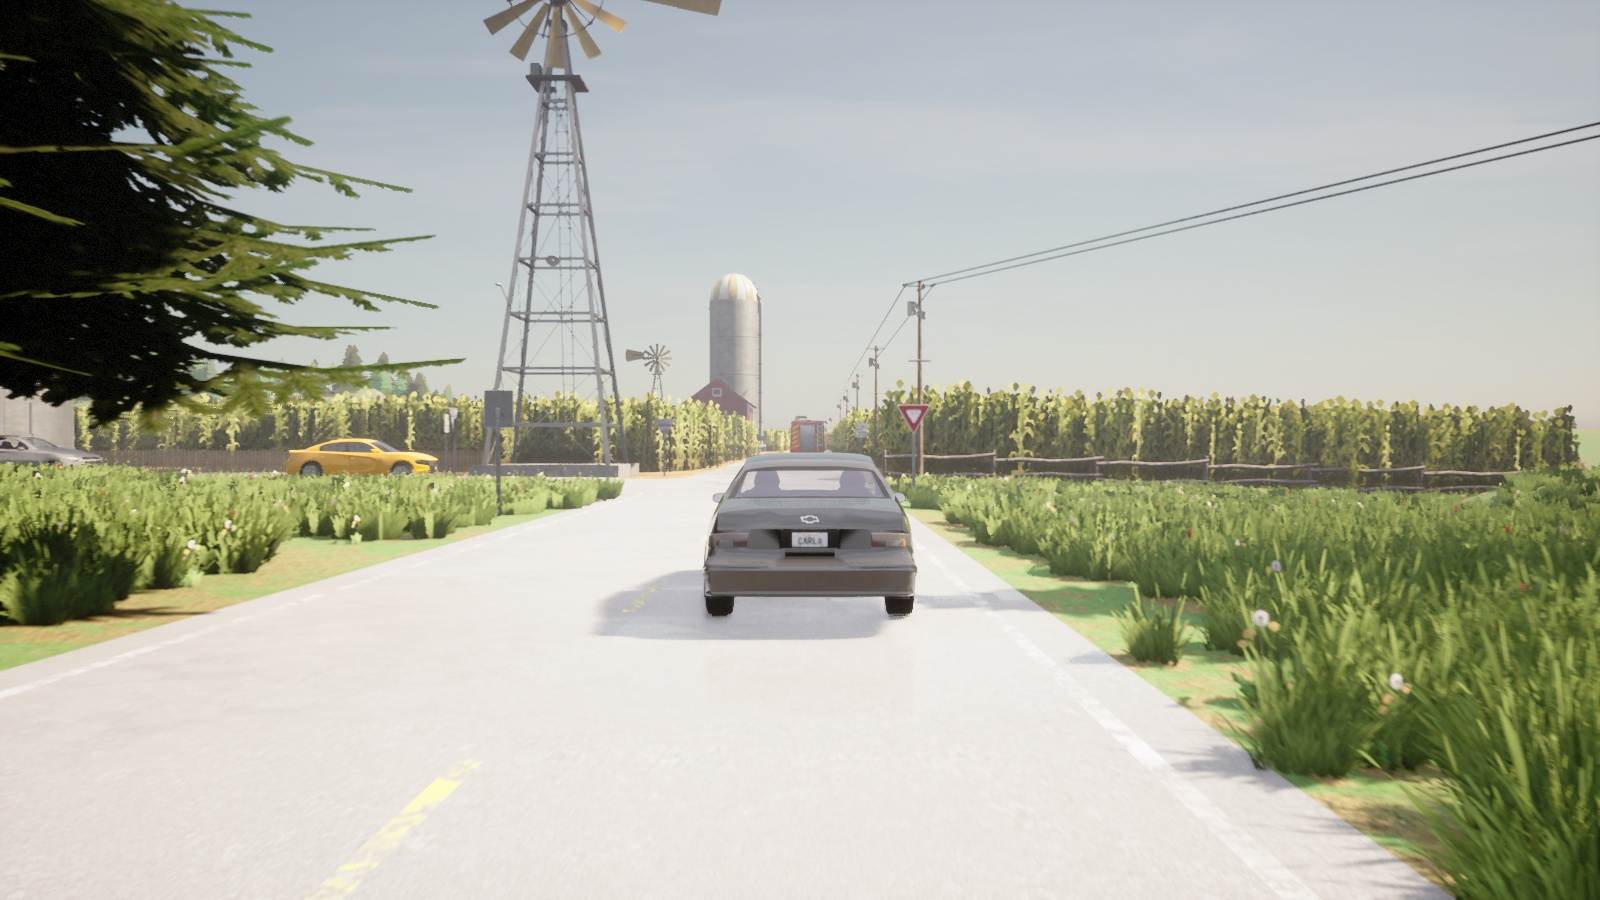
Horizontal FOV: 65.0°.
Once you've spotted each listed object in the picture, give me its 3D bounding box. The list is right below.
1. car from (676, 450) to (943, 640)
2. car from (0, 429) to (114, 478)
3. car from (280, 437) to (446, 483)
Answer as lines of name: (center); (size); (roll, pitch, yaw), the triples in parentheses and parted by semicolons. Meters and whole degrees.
car: (0.087, 0.725, 12.226); (2.033, 1.411, 5.357); (0, 0, 0)
car: (-26.699, 0.120, 43.192); (5.027, 1.651, 2.152); (0, 0, 1)
car: (-14.906, 0.330, 43.014); (5.008, 1.535, 1.882); (0, 0, 1)
